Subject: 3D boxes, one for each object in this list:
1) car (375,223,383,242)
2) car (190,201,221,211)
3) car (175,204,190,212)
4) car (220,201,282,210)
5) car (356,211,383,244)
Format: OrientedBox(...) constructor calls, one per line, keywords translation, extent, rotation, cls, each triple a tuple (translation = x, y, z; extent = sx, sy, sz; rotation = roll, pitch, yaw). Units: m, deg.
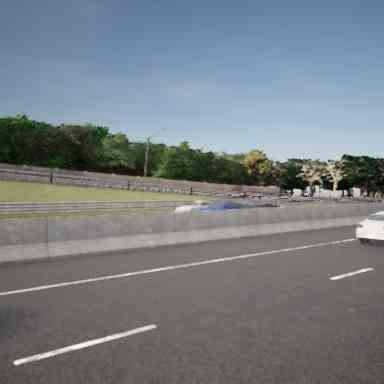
OrientedBox(translation=(7.416, 1.554, 9.038), extent=(5.357, 1.411, 2.033), rotation=(0, 0, -36), cls="car")
OrientedBox(translation=(2.664, 1.485, 27.391), extent=(5.008, 1.535, 1.882), rotation=(0, 0, -35), cls="car")
OrientedBox(translation=(0.669, 1.533, 30.266), extent=(4.674, 1.442, 1.812), rotation=(0, 0, -35), cls="car")
OrientedBox(translation=(4.726, 1.513, 24.562), extent=(4.892, 1.490, 1.837), rotation=(0, 0, -35), cls="car")
OrientedBox(translation=(8.947, 1.533, 14.429), extent=(4.674, 1.442, 1.812), rotation=(0, 0, -36), cls="car")
